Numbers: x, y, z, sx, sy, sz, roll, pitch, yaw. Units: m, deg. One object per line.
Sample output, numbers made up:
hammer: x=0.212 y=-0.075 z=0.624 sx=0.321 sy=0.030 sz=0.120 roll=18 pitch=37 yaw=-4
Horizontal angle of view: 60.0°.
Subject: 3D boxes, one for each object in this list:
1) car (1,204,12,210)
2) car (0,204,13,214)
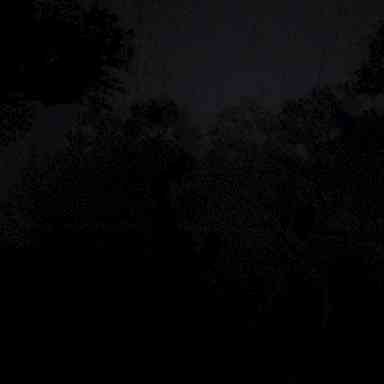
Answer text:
car: x=-40.169 y=3.225 z=72.029 sx=1.994 sy=1.385 sz=4.181 roll=0 pitch=-1 yaw=-29
car: x=-32.537 y=2.817 z=58.129 sx=2.097 sy=1.767 sz=4.553 roll=0 pitch=-1 yaw=-29
